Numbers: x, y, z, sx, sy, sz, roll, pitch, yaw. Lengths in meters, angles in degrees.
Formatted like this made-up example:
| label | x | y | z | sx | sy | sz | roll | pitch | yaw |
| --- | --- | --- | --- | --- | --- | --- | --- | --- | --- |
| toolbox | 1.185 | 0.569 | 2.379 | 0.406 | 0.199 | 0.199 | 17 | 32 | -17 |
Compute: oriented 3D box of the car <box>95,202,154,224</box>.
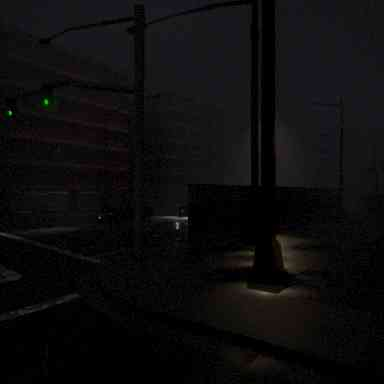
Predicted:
| label | x | y | z | sx | sy | sz | roll | pitch | yaw |
| --- | --- | --- | --- | --- | --- | --- | --- | --- | --- |
| car | -4.911 | 1.491 | 24.772 | 2.128 | 1.511 | 4.902 | 0 | 0 | 35 |

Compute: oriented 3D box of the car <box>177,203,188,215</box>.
| label | x | y | z | sx | sy | sz | roll | pitch | yaw |
| --- | --- | --- | --- | --- | --- | --- | --- | --- | --- |
| car | 0.527 | 1.505 | 32.516 | 1.837 | 1.490 | 4.892 | 0 | 0 | 35 |
